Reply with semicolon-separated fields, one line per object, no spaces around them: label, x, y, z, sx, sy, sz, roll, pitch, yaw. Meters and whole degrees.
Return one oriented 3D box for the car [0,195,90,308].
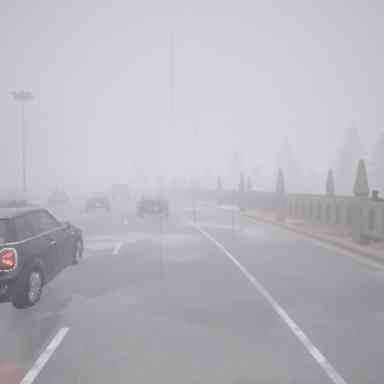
car;-3.964;1.120;7.443;2.097;1.767;4.553;0;2;-5

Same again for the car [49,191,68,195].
car;-13.832;0.560;34.401;1.994;1.385;4.181;-1;2;-21

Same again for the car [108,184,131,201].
car;-9.202;-0.021;41.653;2.150;2.045;5.566;-1;2;-24

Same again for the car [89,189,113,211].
car;-7.612;0.717;26.939;1.812;1.442;4.674;-1;2;-16

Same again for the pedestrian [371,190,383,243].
pedestrian;6.212;0.779;11.242;0.375;1.860;0.375;-1;2;-7

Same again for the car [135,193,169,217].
car;-2.789;0.785;22.621;1.882;1.535;5.008;0;2;-13
